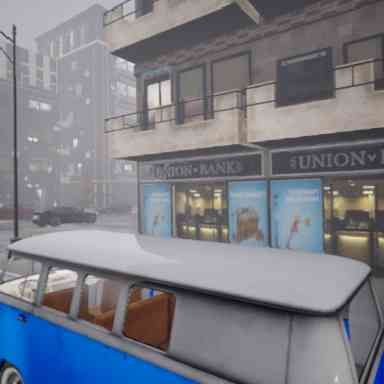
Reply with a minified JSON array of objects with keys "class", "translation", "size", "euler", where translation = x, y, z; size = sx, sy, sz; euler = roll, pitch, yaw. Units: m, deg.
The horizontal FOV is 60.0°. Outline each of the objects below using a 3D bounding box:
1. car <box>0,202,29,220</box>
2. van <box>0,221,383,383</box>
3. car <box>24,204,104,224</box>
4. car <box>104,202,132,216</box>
[{"class":"car","translation":[-15.200,1.626,27.271],"size":[1.967,1.590,4.097],"euler":[-2,-1,36]},{"class":"van","translation":[-0.367,1.343,3.123],"size":[3.998,1.788,1.690],"euler":[0,-1,36]},{"class":"car","translation":[-8.452,1.595,22.299],"size":[1.947,1.339,4.313],"euler":[-2,-1,36]},{"class":"car","translation":[-8.516,1.815,36.351],"size":[1.947,1.339,4.313],"euler":[-2,-1,36]}]
